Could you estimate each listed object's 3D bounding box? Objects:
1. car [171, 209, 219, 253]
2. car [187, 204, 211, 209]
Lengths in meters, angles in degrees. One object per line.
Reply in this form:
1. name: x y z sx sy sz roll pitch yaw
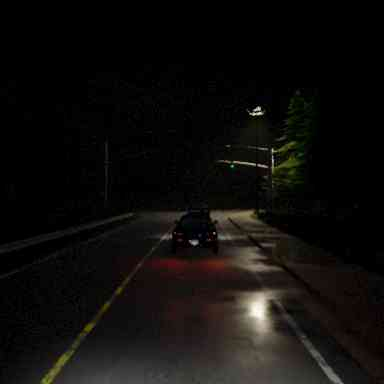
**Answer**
1. car: 0.159 1.660 14.327 1.812 1.442 4.674 0 0 2
2. car: 0.613 1.766 29.214 2.128 1.511 4.902 0 0 2
